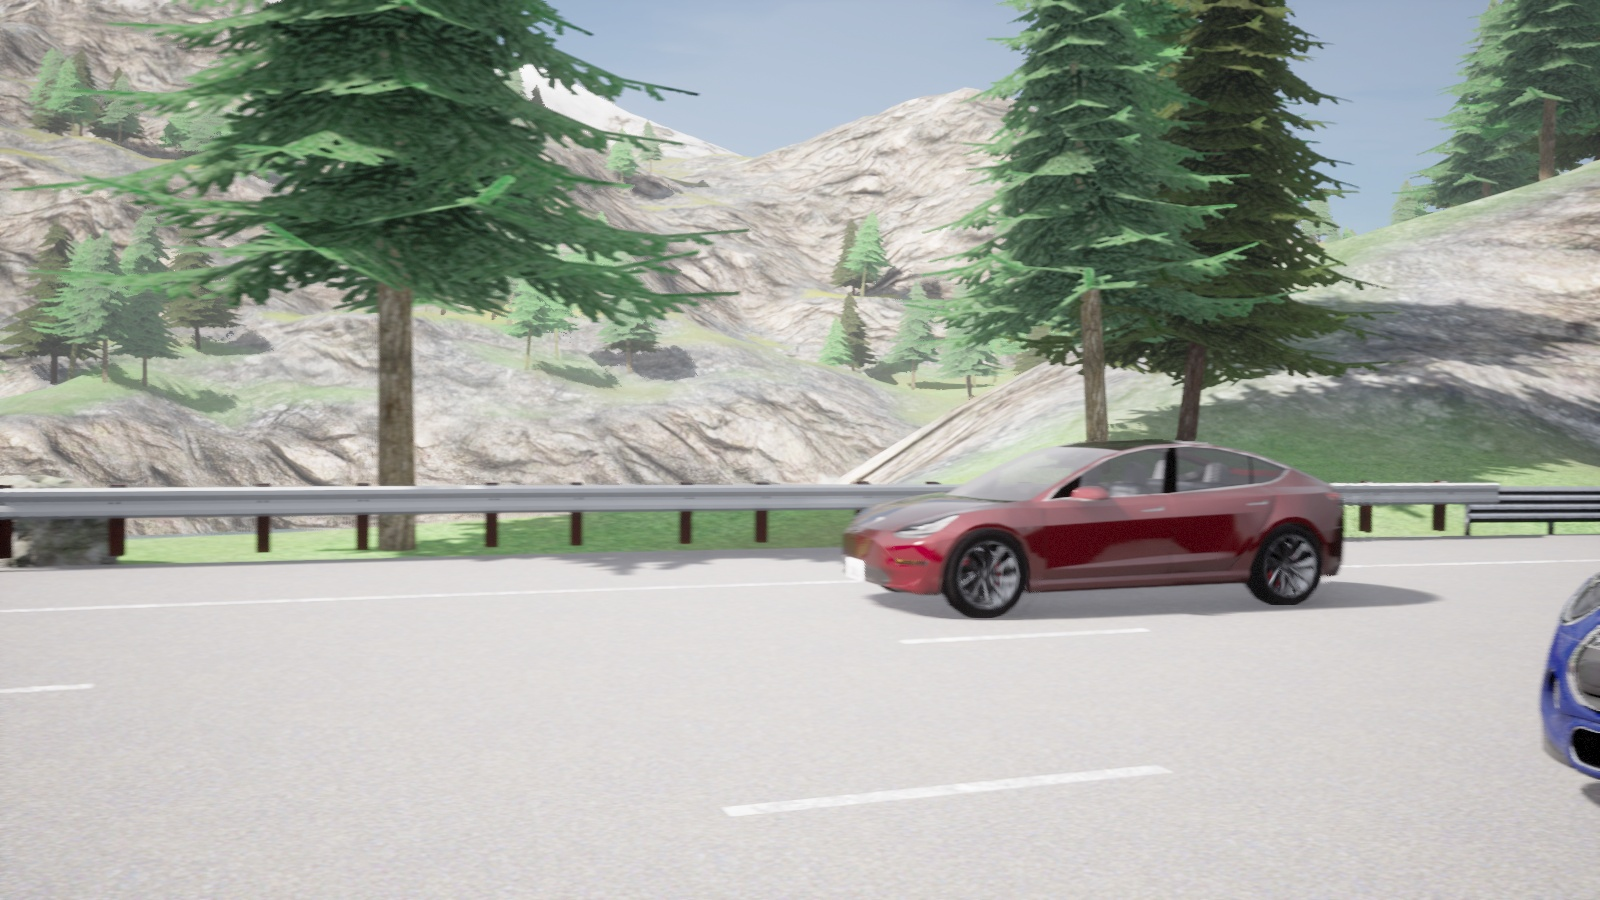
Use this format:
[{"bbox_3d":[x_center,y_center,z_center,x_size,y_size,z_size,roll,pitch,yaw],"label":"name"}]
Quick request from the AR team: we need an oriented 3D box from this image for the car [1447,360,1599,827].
[{"bbox_3d":[5.284,0.514,5.145,4.553,1.767,2.097,-1,1,-18],"label":"car"}]

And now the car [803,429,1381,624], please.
[{"bbox_3d":[2.655,0.576,11.654,4.792,1.488,2.163,-1,1,-19],"label":"car"}]
